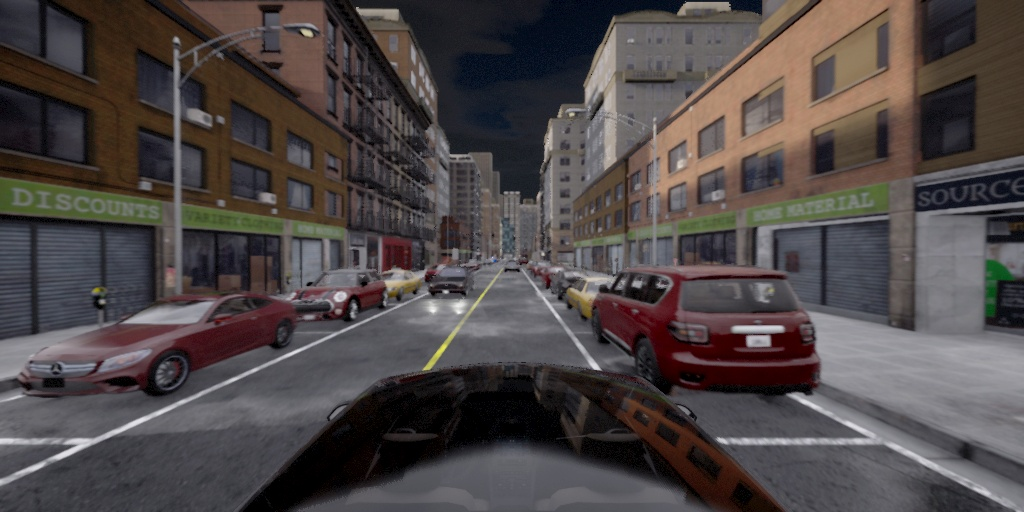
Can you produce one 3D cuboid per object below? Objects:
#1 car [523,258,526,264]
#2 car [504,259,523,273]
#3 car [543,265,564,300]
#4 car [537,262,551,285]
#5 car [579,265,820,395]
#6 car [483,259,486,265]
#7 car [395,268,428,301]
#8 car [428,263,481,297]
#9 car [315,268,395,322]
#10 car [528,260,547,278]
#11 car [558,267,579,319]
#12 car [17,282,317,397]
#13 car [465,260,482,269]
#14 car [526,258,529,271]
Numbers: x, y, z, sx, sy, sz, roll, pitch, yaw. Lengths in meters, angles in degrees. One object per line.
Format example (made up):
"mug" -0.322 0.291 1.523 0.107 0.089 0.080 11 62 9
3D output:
"car" 2.870 1.317 50.673 1.751 1.417 4.829 0 0 0
"car" 0.011 1.346 44.770 1.994 1.385 4.181 0 0 0
"car" 2.861 1.302 17.522 2.007 1.370 4.403 0 0 0
"car" 2.862 1.300 23.019 1.888 1.381 4.507 0 0 0
"car" 2.859 1.063 6.529 2.192 1.841 5.009 0 0 0
"car" -5.654 1.370 56.001 1.948 1.339 4.313 0 0 0
"car" -5.664 1.277 17.354 1.751 1.417 4.829 0 0 0
"car" -3.073 1.301 19.361 2.033 1.411 5.357 0 0 0
"car" -5.666 1.190 12.028 1.967 1.591 4.097 0 0 0
"car" 2.865 1.206 34.012 1.967 1.591 4.097 0 0 0
"car" 2.860 1.274 12.196 1.751 1.417 4.829 0 0 0
"car" -5.667 1.331 6.531 1.802 1.307 4.207 0 0 0
"car" -5.656 1.233 50.504 1.967 1.591 4.097 0 0 0
"car" 2.867 1.213 39.509 1.967 1.591 4.097 0 0 0
